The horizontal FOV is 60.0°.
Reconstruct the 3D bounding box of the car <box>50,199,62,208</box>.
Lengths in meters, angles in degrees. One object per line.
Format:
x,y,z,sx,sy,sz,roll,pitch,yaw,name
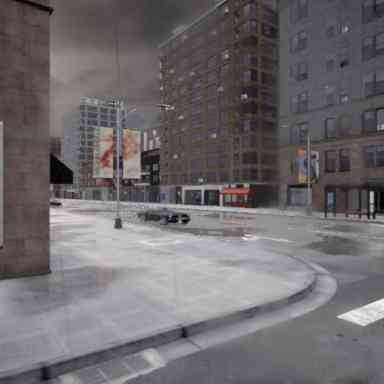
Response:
-21.168,1.713,50.515,1.895,1.301,4.718,0,0,-35,car

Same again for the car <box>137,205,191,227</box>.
-2.058,1.640,23.626,1.895,1.301,4.718,0,0,-35,car
